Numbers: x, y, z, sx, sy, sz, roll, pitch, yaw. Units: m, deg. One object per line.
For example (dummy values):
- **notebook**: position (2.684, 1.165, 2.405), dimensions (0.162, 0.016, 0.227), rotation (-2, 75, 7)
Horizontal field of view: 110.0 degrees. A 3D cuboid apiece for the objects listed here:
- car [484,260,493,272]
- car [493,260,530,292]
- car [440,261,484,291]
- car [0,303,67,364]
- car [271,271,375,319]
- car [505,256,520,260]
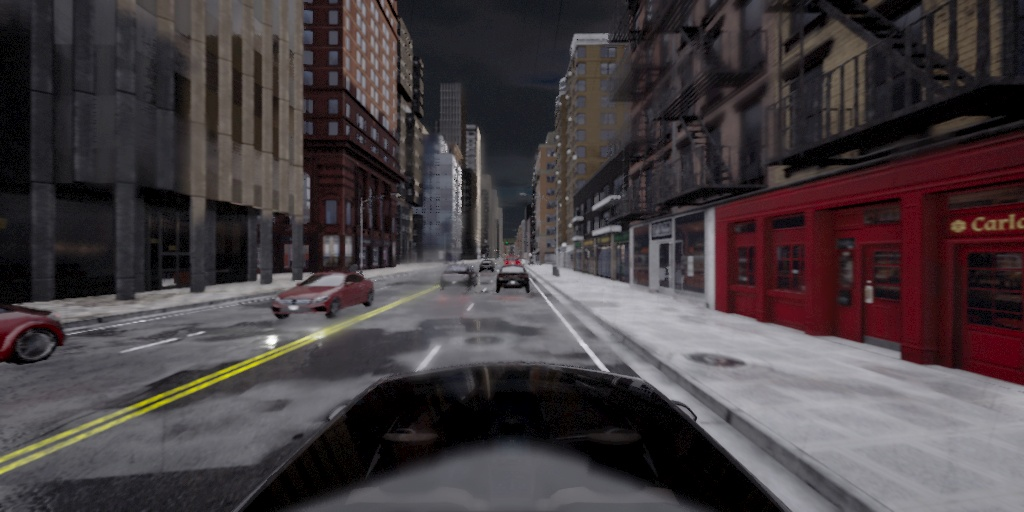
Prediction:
- **car**: position (-3.183, 1.317, 46.961), dimensions (1.837, 1.490, 4.892), rotation (0, -1, 0)
- **car**: position (0.055, 1.251, 21.643), dimensions (1.882, 1.535, 5.008), rotation (0, 0, 0)
- **car**: position (-3.193, 1.267, 22.270), dimensions (2.128, 1.511, 4.902), rotation (0, 0, 0)
- **car**: position (-9.819, 1.317, 5.300), dimensions (1.994, 1.385, 4.181), rotation (0, 0, 0)
- **car**: position (-6.508, 1.288, 13.009), dimensions (1.812, 1.442, 4.674), rotation (0, 0, 0)
- **car**: position (0.069, 1.032, 45.903), dimensions (2.150, 2.045, 5.566), rotation (0, 0, 0)
